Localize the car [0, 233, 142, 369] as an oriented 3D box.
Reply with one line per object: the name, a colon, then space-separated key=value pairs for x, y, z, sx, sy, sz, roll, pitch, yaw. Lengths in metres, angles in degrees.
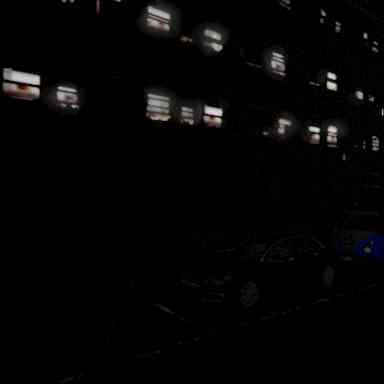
car: x=-2.849 y=1.442 z=4.501 sx=4.097 sy=1.590 sz=1.967 roll=1 pitch=-1 yaw=-35

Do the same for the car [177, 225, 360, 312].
car: x=1.714 y=1.612 z=7.748 sx=4.403 sy=1.369 sz=2.008 roll=1 pitch=-1 yaw=-35

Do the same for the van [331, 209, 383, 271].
van: x=6.277 y=1.461 z=11.001 sx=3.998 sy=1.788 sz=1.690 roll=1 pitch=-1 yaw=-35
